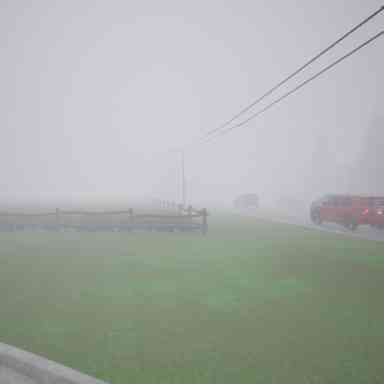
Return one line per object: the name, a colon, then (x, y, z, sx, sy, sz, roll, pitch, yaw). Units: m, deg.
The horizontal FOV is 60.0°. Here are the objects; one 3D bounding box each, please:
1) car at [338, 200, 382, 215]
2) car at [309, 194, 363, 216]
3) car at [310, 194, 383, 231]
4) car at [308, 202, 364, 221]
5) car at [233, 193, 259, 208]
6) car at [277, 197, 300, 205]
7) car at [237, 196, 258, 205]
car: (17.613, 1.564, 35.180, 1.994, 1.385, 4.181, 0, 0, -12)
car: (14.358, 1.221, 33.637, 2.150, 2.045, 5.566, 0, 0, -12)
car: (9.815, 1.221, 21.003, 2.150, 2.045, 5.566, 0, 0, -12)
car: (11.948, 1.601, 27.994, 1.895, 1.301, 4.718, 0, 0, -12)
car: (7.783, 1.221, 48.206, 2.150, 2.045, 5.566, 0, 0, -12)
car: (16.574, 1.547, 57.563, 2.033, 1.411, 5.357, 0, 0, -12)
car: (9.480, 1.478, 57.308, 1.882, 1.535, 5.008, 0, -1, -12)
